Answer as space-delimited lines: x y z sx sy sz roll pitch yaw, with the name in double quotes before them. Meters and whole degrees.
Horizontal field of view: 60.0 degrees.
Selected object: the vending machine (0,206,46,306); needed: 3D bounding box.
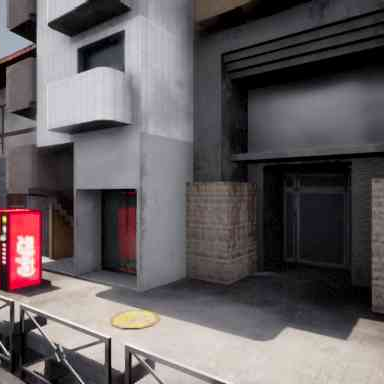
"vending machine" -4.215 1.415 7.859 0.880 2.100 1.100 0 0 36
